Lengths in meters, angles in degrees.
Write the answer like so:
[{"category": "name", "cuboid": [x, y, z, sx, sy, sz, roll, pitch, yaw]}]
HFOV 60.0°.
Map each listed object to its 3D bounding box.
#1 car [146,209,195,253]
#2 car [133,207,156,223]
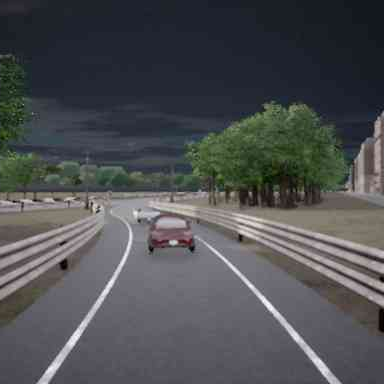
[{"category": "car", "cuboid": [-0.977, 1.684, 14.378, 1.812, 1.442, 4.674, 0, 0, -8]}, {"category": "car", "cuboid": [-3.988, 1.925, 28.885, 1.895, 1.301, 4.718, 0, -1, -15]}]
